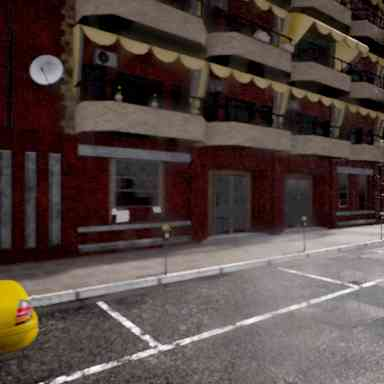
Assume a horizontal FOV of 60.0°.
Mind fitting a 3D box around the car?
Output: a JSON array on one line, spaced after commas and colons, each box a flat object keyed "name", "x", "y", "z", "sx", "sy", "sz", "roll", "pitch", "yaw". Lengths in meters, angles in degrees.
[{"name": "car", "x": -4.305, "y": 1.518, "z": 3.486, "sx": 4.829, "sy": 1.417, "sz": 1.752, "roll": 0, "pitch": 0, "yaw": -36}]
